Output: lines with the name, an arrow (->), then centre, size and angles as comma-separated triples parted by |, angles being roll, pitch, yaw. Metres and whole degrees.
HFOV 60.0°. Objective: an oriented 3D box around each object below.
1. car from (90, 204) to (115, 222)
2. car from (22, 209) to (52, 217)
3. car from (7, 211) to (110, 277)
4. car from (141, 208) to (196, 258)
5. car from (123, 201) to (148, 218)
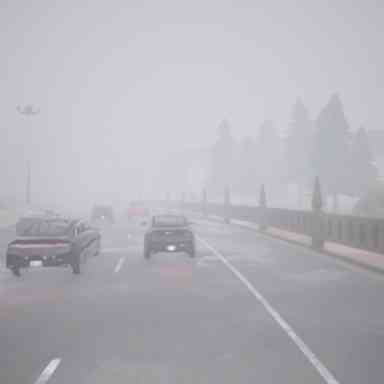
car -> -7.989, 1.812, 29.620 | 1.837, 1.490, 4.892 | 0, -1, -16
car -> -9.215, 1.754, 20.239 | 1.812, 1.442, 4.674 | 0, -1, -12
car -> -4.175, 1.610, 10.768 | 2.128, 1.511, 4.902 | 0, -1, -6
car -> -0.976, 1.633, 13.467 | 1.837, 1.490, 4.892 | 0, -1, -7
car -> -5.776, 1.690, 34.128 | 2.097, 1.767, 4.553 | 0, -1, -18
